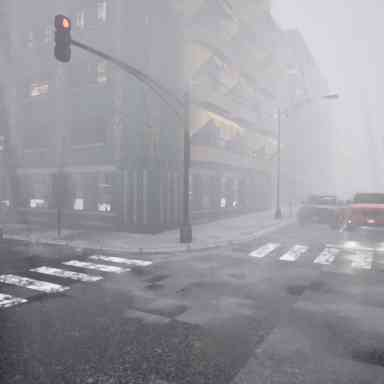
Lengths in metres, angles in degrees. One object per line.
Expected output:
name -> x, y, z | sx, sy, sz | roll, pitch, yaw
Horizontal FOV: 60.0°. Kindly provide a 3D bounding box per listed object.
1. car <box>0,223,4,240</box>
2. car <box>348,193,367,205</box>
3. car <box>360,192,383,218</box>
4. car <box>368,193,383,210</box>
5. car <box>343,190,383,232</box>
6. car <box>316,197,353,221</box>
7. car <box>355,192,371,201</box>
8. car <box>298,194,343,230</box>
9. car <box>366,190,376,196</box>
car -> -10.065, 1.578, 14.761 | 4.206, 1.307, 1.802 | 0, 0, 31
car -> 21.700, 0.886, 43.510 | 1.947, 1.339, 4.313 | 2, 2, 30
car -> 14.565, 0.960, 26.097 | 2.097, 1.767, 4.553 | 1, 1, 31
car -> 19.698, 0.956, 34.762 | 2.128, 1.511, 4.902 | 1, 1, 30
car -> 9.698, 0.966, 17.856 | 2.150, 2.045, 5.566 | 1, 1, 30
car -> 10.471, 1.183, 24.263 | 1.887, 1.381, 4.507 | 2, 2, 30
car -> 27.313, 0.727, 53.133 | 1.947, 1.339, 4.313 | 2, 2, 30
car -> 7.667, 1.034, 19.446 | 2.192, 1.841, 5.009 | 2, 2, 30
car -> 44.155, 0.268, 82.003 | 1.802, 1.307, 4.206 | 2, 2, 30
